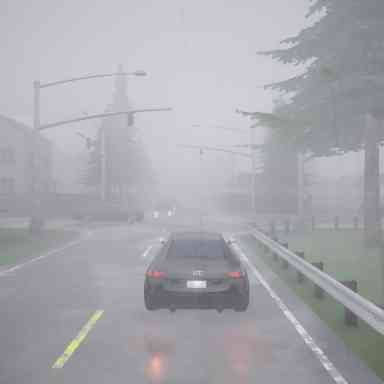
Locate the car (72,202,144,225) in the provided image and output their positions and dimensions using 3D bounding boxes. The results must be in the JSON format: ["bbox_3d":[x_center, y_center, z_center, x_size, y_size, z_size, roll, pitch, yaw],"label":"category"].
[{"bbox_3d":[-5.898,1.480,23.613,4.902,1.511,2.128,0,0,-16],"label":"car"}]

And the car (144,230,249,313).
[{"bbox_3d":[0.101,1.564,7.755,1.994,1.385,4.181,0,0,1],"label":"car"}]

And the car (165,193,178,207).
[{"bbox_3d":[-3.340,1.221,52.262,2.150,2.045,5.566,0,0,0],"label":"car"}]

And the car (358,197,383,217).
[{"bbox_3d":[16.087,1.206,26.047,5.566,2.045,2.150,0,0,1],"label":"car"}]

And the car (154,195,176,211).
[{"bbox_3d":[-3.395,1.478,41.605,1.882,1.535,5.008,0,0,0],"label":"car"}]
